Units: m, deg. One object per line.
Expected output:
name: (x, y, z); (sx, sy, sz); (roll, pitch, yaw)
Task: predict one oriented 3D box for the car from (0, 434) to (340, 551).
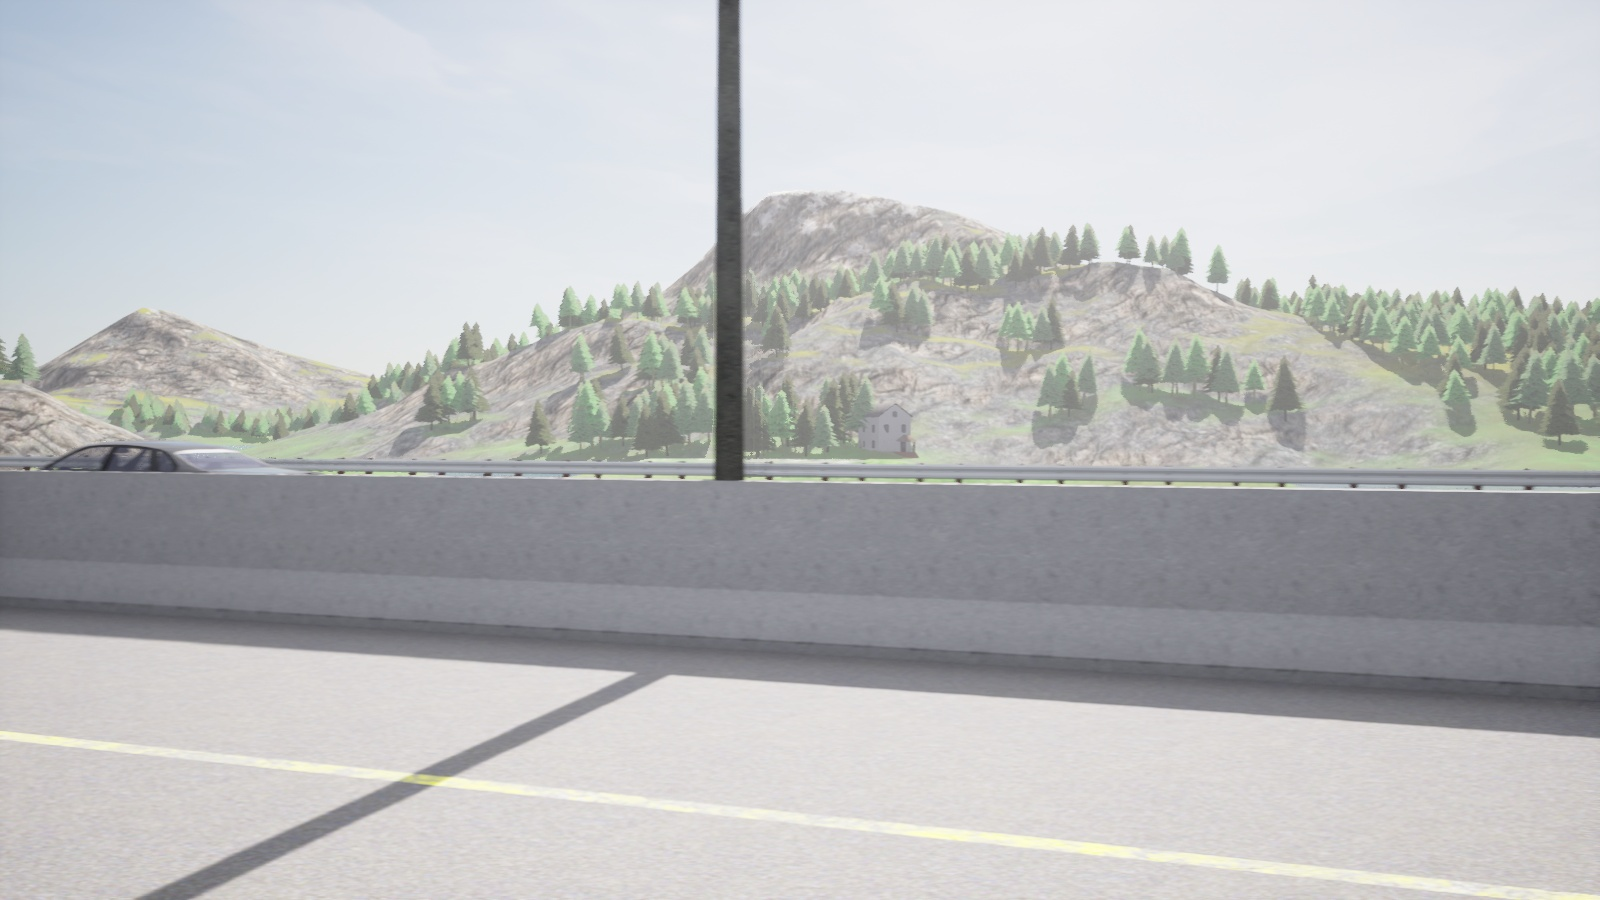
car: (-9.272, 0.505, 17.392); (5.357, 1.411, 2.033); (1, 1, 19)
